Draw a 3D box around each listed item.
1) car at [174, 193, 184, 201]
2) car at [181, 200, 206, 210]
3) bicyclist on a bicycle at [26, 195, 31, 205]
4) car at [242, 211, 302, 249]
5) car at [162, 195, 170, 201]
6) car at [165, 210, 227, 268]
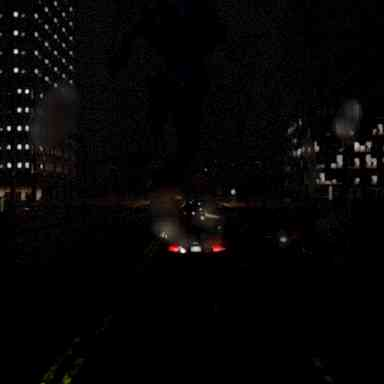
[{"bbox_3d":[-3.278,1.294,84.115,2.150,2.045,5.566,0,0,-1],"label":"car"},{"bbox_3d":[0.107,1.595,26.613,2.033,1.411,5.357,0,0,0],"label":"car"},{"bbox_3d":[-24.697,1.210,50.264,0.582,1.620,1.656,0,1,1],"label":"bicyclist on a bicycle"},{"bbox_3d":[3.354,1.555,14.491,1.812,1.442,4.674,0,0,0],"label":"car"},{"bbox_3d":[-6.527,1.547,84.016,1.882,1.535,5.008,0,0,-1],"label":"car"},{"bbox_3d":[0.104,1.571,11.338,2.033,1.411,5.357,0,0,0],"label":"car"}]
